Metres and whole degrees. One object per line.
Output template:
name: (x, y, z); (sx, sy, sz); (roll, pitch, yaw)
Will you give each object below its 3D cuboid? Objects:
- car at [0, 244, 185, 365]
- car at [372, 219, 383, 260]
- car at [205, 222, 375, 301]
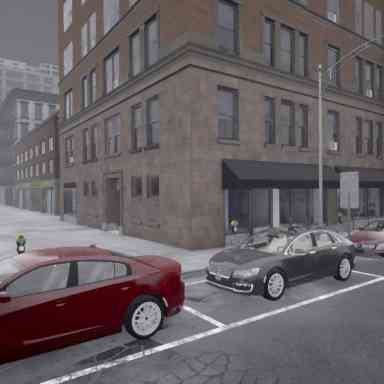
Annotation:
car: (-2.221, 1.544, 4.958); (4.507, 1.381, 1.887); (0, -1, -36)
car: (6.859, 1.581, 11.458); (4.206, 1.307, 1.802); (0, -1, -36)
car: (2.319, 1.550, 8.208); (4.403, 1.369, 2.008); (0, -1, -36)
